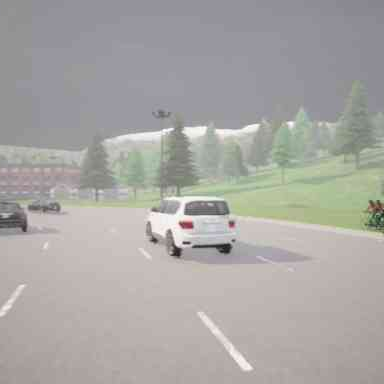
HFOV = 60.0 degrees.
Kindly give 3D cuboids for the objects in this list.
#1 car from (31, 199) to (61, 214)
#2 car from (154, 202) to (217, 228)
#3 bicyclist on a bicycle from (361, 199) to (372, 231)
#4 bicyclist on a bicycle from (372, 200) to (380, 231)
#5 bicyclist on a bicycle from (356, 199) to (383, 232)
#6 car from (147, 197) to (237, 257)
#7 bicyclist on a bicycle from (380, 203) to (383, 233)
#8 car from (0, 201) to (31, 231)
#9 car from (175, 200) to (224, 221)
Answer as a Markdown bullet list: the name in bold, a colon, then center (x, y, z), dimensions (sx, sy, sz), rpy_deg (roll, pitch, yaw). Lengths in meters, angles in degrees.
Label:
- **car**: center (-15.722, 1.465, 35.274), dimensions (4.674, 1.442, 1.812), rpy_deg (0, 0, 38)
- **car**: center (-0.641, 1.475, 22.925), dimensions (2.033, 1.411, 5.357), rpy_deg (0, 0, -29)
- **bicyclist on a bicycle**: center (9.652, 1.212, 17.067), dimensions (1.656, 1.620, 0.582), rpy_deg (0, 0, -19)
- **bicyclist on a bicycle**: center (9.766, 1.215, 16.168), dimensions (1.656, 1.620, 0.582), rpy_deg (0, 0, -19)
- **bicyclist on a bicycle**: center (9.507, 1.211, 17.487), dimensions (1.656, 1.620, 0.582), rpy_deg (0, 0, -19)
- **car**: center (-0.242, 1.181, 13.052), dimensions (2.150, 2.045, 5.566), rpy_deg (0, 0, -19)
- **bicyclist on a bicycle**: center (9.908, 1.216, 15.748), dimensions (1.656, 1.620, 0.582), rpy_deg (0, 0, -19)
- **car**: center (-11.020, 1.325, 19.645), dimensions (2.097, 1.767, 4.553), rpy_deg (-1, 0, -30)
- **car**: center (0.514, 1.434, 27.552), dimensions (1.812, 1.442, 4.674), rpy_deg (0, 0, -32)
